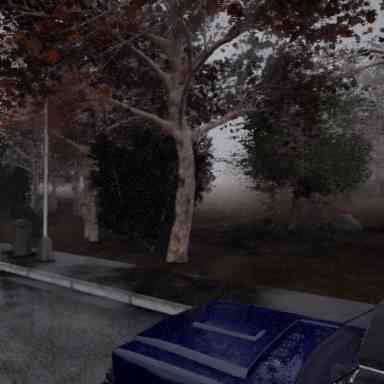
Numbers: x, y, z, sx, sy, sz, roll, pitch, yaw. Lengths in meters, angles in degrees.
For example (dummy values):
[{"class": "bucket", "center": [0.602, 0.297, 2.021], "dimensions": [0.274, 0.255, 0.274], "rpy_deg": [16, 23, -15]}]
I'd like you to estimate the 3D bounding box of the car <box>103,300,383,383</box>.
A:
[{"class": "car", "center": [1.516, 1.602, 2.480], "dimensions": [4.718, 1.301, 1.895], "rpy_deg": [-1, 0, 36]}]
